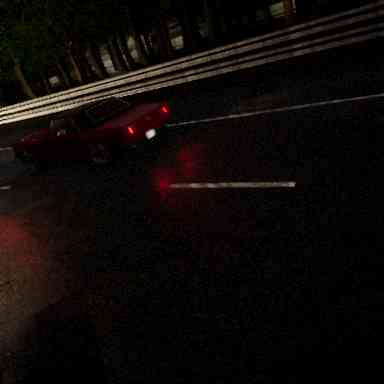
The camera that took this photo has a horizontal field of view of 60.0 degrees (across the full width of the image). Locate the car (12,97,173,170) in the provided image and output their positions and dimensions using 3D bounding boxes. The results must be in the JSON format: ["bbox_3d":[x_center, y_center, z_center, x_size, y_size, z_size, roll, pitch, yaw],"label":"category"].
[{"bbox_3d":[-2.851,-1.597,8.808,4.718,1.301,1.895,0,31,35],"label":"car"}]
